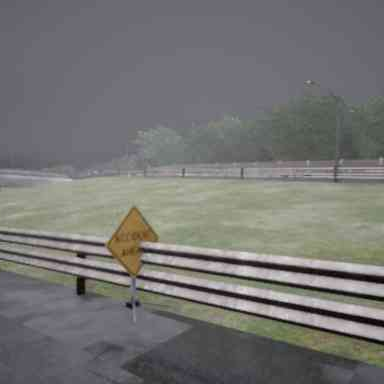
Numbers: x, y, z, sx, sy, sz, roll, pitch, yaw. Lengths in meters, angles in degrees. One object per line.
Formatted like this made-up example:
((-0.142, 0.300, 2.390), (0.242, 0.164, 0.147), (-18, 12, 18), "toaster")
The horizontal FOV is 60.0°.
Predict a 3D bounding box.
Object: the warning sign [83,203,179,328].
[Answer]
((-1.053, 1.153, 5.911), (1.060, 1.860, 1.300), (-1, 0, 36), "warning sign")
